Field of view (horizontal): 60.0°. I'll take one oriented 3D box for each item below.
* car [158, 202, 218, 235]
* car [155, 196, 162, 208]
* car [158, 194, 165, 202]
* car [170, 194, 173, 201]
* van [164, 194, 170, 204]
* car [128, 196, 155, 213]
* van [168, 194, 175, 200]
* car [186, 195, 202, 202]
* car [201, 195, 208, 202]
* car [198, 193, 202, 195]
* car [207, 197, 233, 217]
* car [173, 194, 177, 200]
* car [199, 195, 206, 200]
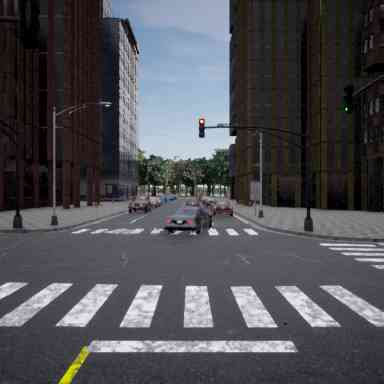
[{"bbox_3d":[-0.080,1.561,19.287,2.033,1.411,5.357,1,0,13],"label":"car"},{"bbox_3d":[-5.752,1.592,48.040,1.802,1.307,4.206,0,0,0],"label":"car"},{"bbox_3d":[-5.751,1.537,53.308,1.752,1.417,4.829,0,0,0],"label":"car"},{"bbox_3d":[-5.747,1.571,69.791,2.008,1.369,4.403,0,0,0],"label":"car"},{"bbox_3d":[-5.749,1.358,64.353,1.690,1.788,3.998,0,0,0],"label":"van"},{"bbox_3d":[-5.755,1.321,37.165,2.192,1.841,5.009,0,0,0],"label":"car"},{"bbox_3d":[-5.743,1.377,91.541,1.690,1.788,3.998,0,0,0],"label":"van"},{"bbox_3d":[0.112,1.574,48.989,1.994,1.385,4.181,0,0,0],"label":"car"},{"bbox_3d":[2.773,1.560,48.038,2.008,1.369,4.403,0,0,0],"label":"car"},{"bbox_3d":[2.779,1.549,75.396,1.752,1.417,4.829,0,0,0],"label":"car"},{"bbox_3d":[2.769,1.444,31.726,1.967,1.590,4.097,0,0,0],"label":"car"},{"bbox_3d":[-5.744,1.597,86.103,1.947,1.339,4.313,0,0,0],"label":"car"},{"bbox_3d":[2.782,1.561,91.709,1.752,1.417,4.829,0,0,0],"label":"car"}]
